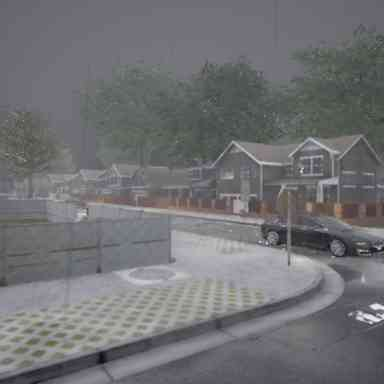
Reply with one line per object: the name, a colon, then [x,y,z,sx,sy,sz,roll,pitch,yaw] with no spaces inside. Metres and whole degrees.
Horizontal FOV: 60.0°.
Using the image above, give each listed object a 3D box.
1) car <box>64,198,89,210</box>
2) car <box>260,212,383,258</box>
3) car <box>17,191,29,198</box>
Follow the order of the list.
car: [-14.237,1.423,40.607,2.033,1.411,5.357,0,0,-35]
car: [4.885,1.601,13.116,1.837,1.490,4.892,0,0,-35]
car: [-37.273,0.757,73.635,2.150,2.045,5.566,0,0,-35]
